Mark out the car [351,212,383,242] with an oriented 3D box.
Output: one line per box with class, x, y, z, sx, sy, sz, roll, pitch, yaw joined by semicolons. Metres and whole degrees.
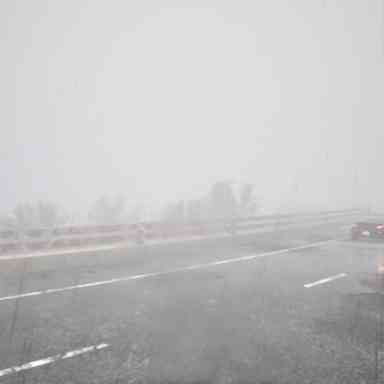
car;9.629;1.755;16.926;4.674;1.442;1.812;1;-1;-45
